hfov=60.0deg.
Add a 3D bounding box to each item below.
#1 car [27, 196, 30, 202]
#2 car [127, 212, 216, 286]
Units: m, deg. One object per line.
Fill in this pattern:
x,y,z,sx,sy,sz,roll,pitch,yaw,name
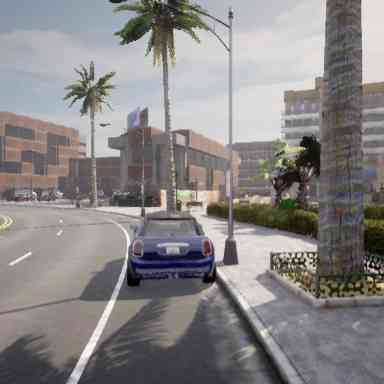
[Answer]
-36.889,1.215,70.776,4.553,1.767,2.185,0,0,22,car
-0.703,1.342,9.627,2.097,1.767,4.553,0,0,-7,car
